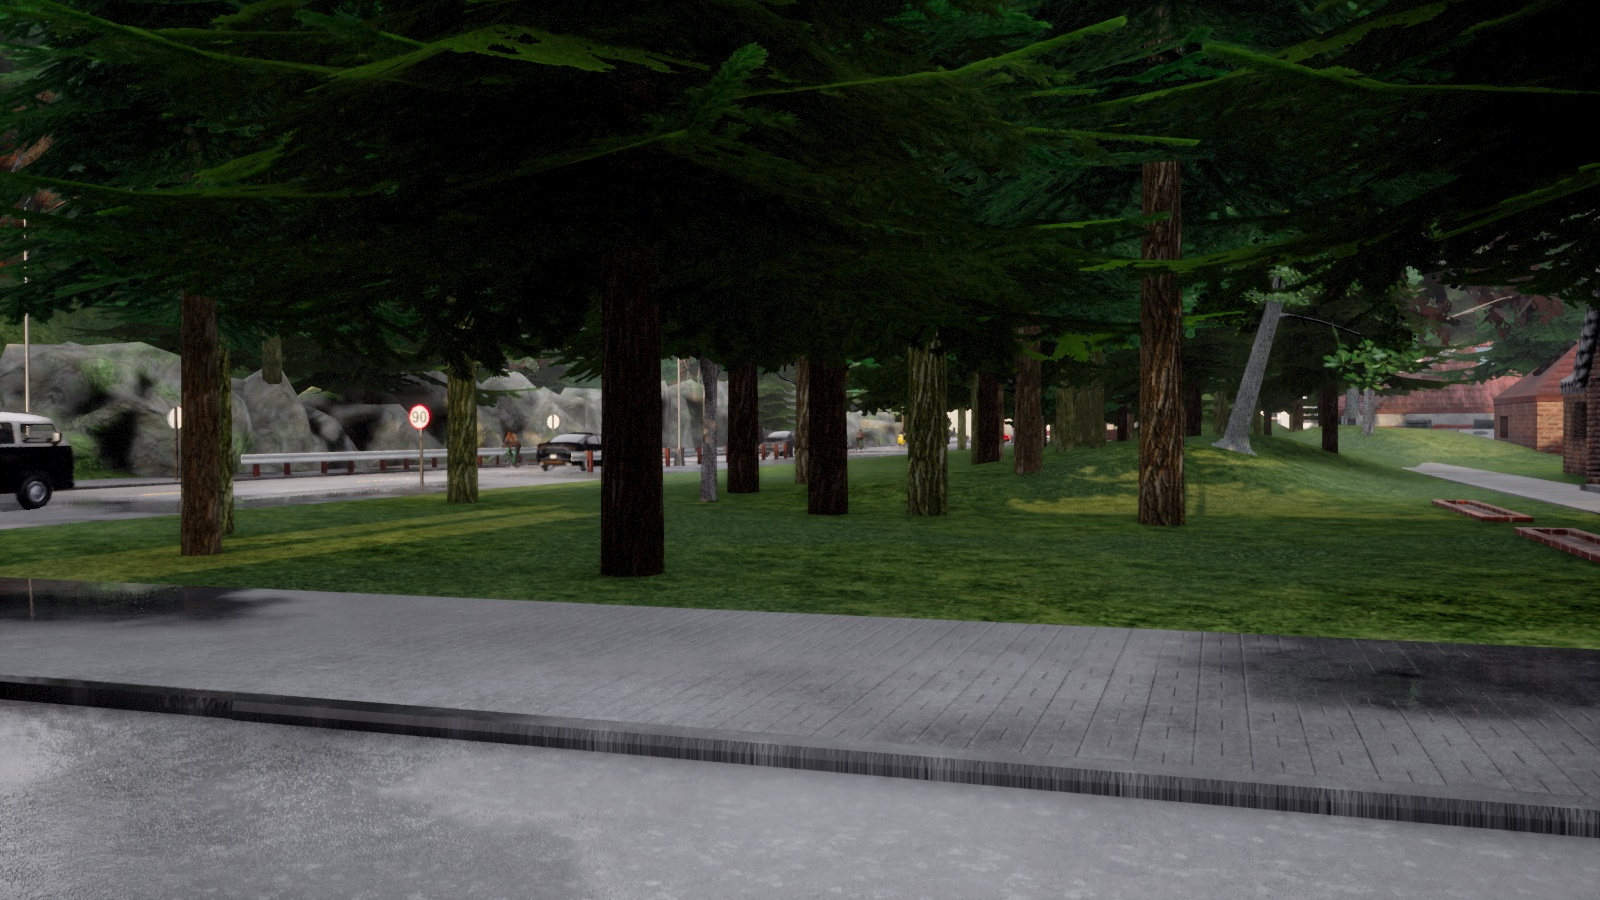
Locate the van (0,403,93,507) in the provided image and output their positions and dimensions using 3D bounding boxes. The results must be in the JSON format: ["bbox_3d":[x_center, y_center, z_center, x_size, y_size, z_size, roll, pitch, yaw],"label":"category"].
[{"bbox_3d":[-16.611,0.092,24.709,2.069,2.038,4.480,1,1,18],"label":"van"}]

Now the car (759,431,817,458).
[{"bbox_3d":[-0.658,-0.338,72.912,1.837,1.490,4.892,1,1,18],"label":"car"}]

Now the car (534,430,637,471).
[{"bbox_3d":[-8.395,-0.022,49.629,1.882,1.535,5.008,1,1,18],"label":"car"}]
